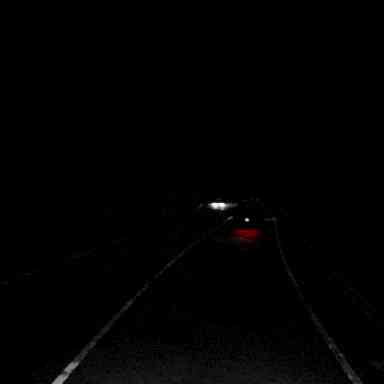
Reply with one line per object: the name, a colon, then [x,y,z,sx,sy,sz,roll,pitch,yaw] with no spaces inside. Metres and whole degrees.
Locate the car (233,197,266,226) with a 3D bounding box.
car: [3.918,1.392,22.642,1.837,1.490,4.892,0,1,13]

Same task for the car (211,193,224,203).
car: [4.025,0.902,53.279,2.128,1.511,4.902,0,1,-1]

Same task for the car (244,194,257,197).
car: [7.395,0.986,42.524,2.097,1.767,4.553,0,1,5]
